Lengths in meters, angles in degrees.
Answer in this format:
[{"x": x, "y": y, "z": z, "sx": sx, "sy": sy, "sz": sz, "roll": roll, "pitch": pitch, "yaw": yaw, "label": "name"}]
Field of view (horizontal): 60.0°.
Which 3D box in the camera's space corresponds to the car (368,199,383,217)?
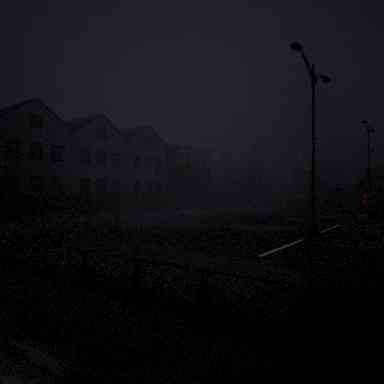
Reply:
[{"x": 15.494, "y": 1.298, "z": 26.768, "sx": 2.007, "sy": 1.523, "sz": 4.514, "roll": 0, "pitch": 0, "yaw": 35, "label": "car"}]
